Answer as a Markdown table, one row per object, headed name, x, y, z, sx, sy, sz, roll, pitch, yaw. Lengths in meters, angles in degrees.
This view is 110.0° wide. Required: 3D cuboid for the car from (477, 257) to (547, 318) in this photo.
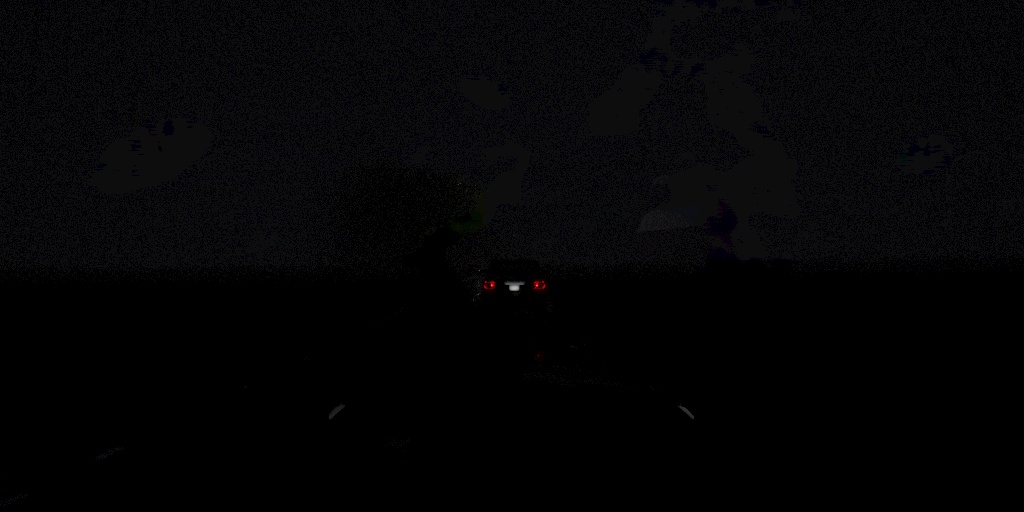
| name | x | y | z | sx | sy | sz | roll | pitch | yaw |
| --- | --- | --- | --- | --- | --- | --- | --- | --- | --- |
| car | 0.089 | 1.085 | 13.712 | 2.150 | 2.045 | 5.566 | 0 | 0 | 0 |
